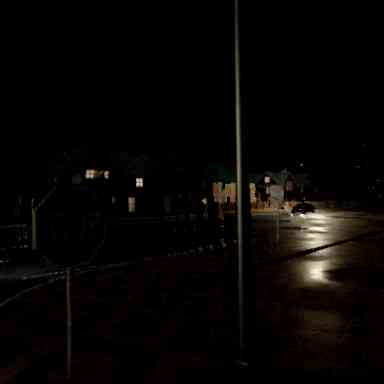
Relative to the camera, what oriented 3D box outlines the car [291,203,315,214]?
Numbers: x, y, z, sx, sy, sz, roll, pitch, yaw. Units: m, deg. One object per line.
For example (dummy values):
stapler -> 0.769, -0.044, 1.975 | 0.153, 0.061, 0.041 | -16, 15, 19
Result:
car -> 15.962, 2.332, 47.732 | 1.837, 1.490, 4.892 | -2, -2, 43
